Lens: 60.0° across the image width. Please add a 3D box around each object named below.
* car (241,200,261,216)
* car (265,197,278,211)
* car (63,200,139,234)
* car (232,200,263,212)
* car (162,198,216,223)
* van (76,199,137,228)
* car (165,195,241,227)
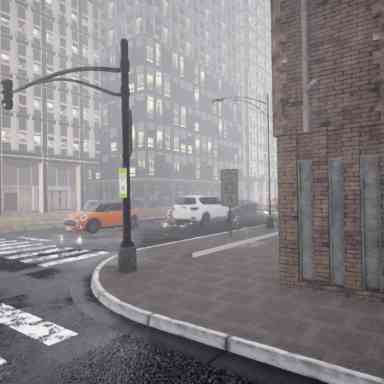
[{"bbox_3d":[5.130,1.590,34.359,2.128,1.511,4.902,-1,-1,36],"label":"car"},{"bbox_3d":[11.074,1.471,42.538,2.097,1.767,4.553,-1,-1,36],"label":"car"},{"bbox_3d":[-5.358,1.416,19.912,2.097,1.767,4.553,-1,-1,37],"label":"car"},{"bbox_3d":[6.992,1.689,41.368,1.752,1.417,4.829,-2,-1,36],"label":"car"},{"bbox_3d":[-0.150,1.433,27.066,2.097,1.767,4.553,-1,-1,36],"label":"car"},{"bbox_3d":[-5.917,1.460,23.512,1.690,1.788,3.998,-2,-1,36],"label":"van"},{"bbox_3d":[0.929,1.234,23.101,2.150,2.045,5.566,-1,-1,36],"label":"car"}]
